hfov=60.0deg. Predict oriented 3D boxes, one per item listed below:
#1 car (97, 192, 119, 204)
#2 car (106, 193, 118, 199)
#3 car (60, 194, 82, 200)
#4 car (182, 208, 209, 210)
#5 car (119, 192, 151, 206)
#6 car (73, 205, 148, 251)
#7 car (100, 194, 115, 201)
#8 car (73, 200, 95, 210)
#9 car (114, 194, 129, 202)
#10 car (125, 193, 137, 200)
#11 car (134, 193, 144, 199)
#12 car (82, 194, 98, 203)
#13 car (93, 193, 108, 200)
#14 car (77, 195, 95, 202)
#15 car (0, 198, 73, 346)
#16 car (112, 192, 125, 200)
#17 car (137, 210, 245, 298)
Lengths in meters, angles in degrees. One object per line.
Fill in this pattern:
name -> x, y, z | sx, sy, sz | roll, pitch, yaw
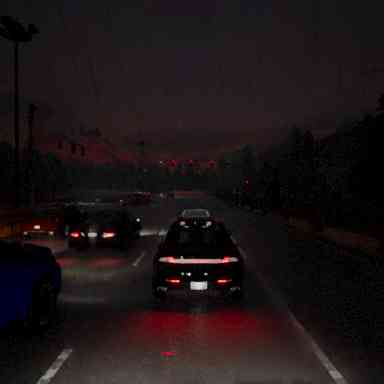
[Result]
car -> -13.745, 1.174, 55.372 | 1.812, 1.442, 4.674 | 0, 0, 1
car -> -20.460, 0.932, 85.135 | 1.882, 1.535, 5.008 | 0, 0, 0
car -> -20.730, 1.124, 55.641 | 1.882, 1.535, 5.008 | 0, 0, 2
car -> 0.189, 1.495, 17.709 | 1.895, 1.301, 4.718 | 0, 0, 0
car -> -7.518, 1.062, 45.921 | 2.097, 1.767, 4.553 | 0, 0, 23
car -> -3.337, 1.468, 13.699 | 2.033, 1.411, 5.357 | 0, 0, 0
car -> -17.079, 1.135, 67.317 | 1.994, 1.385, 4.181 | 0, 0, 0
car -> -6.828, 1.376, 17.116 | 1.882, 1.535, 5.008 | 0, 0, 0
car -> -13.637, 1.115, 64.435 | 1.812, 1.442, 4.674 | 0, 0, 1
car -> -13.531, 1.048, 74.456 | 1.812, 1.442, 4.674 | 0, 0, 0
car -> -13.463, 0.935, 84.672 | 1.882, 1.535, 5.008 | 0, 0, 0
car -> -17.221, 1.200, 57.341 | 1.994, 1.385, 4.181 | 0, 0, 1
car -> -20.528, 0.999, 74.916 | 1.882, 1.535, 5.008 | 0, 0, 0
car -> -20.609, 1.187, 64.975 | 1.895, 1.301, 4.718 | 0, 0, 1
car -> -3.384, 1.208, 3.526 | 2.150, 2.045, 5.566 | 0, 0, 0
car -> -17.011, 0.860, 77.450 | 2.097, 1.767, 4.553 | 0, 0, 0
car -> 0.134, 1.447, 8.379 | 2.128, 1.511, 4.902 | 0, 0, 0
